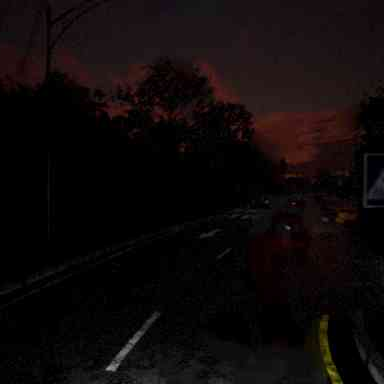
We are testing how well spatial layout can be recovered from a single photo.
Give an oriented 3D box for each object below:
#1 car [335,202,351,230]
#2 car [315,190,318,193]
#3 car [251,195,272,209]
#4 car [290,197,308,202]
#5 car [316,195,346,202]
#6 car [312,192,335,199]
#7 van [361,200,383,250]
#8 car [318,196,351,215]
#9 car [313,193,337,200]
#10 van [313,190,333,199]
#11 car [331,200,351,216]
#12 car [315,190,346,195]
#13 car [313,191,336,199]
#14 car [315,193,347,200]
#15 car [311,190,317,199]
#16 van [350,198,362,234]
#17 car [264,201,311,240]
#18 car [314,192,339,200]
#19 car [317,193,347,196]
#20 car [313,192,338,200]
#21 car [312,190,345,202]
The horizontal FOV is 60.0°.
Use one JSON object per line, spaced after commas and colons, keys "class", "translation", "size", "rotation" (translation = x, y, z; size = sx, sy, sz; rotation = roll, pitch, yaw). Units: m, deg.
{"class": "car", "translation": [10.852, 1.566, 18.040], "size": [5.008, 1.535, 2.097], "rotation": [1, 1, -2]}
{"class": "car", "translation": [22.354, 1.062, 52.184], "size": [4.553, 1.767, 2.185], "rotation": [1, 1, -1]}
{"class": "car", "translation": [8.375, 1.137, 39.833], "size": [2.097, 1.767, 4.553], "rotation": [1, 1, 19]}
{"class": "car", "translation": [11.558, 1.357, 36.627], "size": [1.837, 1.490, 4.892], "rotation": [1, 1, 19]}
{"class": "car", "translation": [15.403, 1.421, 32.287], "size": [5.366, 1.575, 1.946], "rotation": [1, 1, -1]}
{"class": "car", "translation": [32.964, 0.883, 83.460], "size": [5.008, 1.535, 2.097], "rotation": [1, 1, -1]}
{"class": "van", "translation": [9.103, 1.335, 12.353], "size": [4.442, 1.987, 1.878], "rotation": [1, 0, -2]}
{"class": "car", "translation": [14.449, 1.457, 29.441], "size": [5.366, 1.575, 1.946], "rotation": [1, 1, -1]}
{"class": "car", "translation": [31.039, 0.972, 77.766], "size": [4.674, 1.452, 2.002], "rotation": [1, 1, -1]}
{"class": "van", "translation": [34.055, 0.636, 86.304], "size": [4.442, 1.987, 1.878], "rotation": [1, 1, -1]}
{"class": "car", "translation": [11.967, 1.562, 20.902], "size": [5.366, 1.575, 1.946], "rotation": [1, 1, -2]}
{"class": "car", "translation": [21.387, 1.094, 49.343], "size": [4.553, 1.767, 2.185], "rotation": [1, 1, -1]}
{"class": "car", "translation": [32.039, 0.782, 80.602], "size": [4.553, 1.767, 2.185], "rotation": [1, 1, -1]}
{"class": "car", "translation": [20.358, 1.281, 46.505], "size": [4.792, 1.488, 2.163], "rotation": [1, 1, -1]}
{"class": "car", "translation": [24.241, 0.873, 57.852], "size": [5.566, 2.045, 2.435], "rotation": [1, 1, -1]}
{"class": "van", "translation": [10.036, 1.339, 15.205], "size": [4.442, 1.987, 1.878], "rotation": [1, 0, -2]}
{"class": "car", "translation": [5.173, 1.499, 17.548], "size": [1.882, 1.535, 5.008], "rotation": [1, 0, 18]}
{"class": "car", "translation": [29.072, 0.856, 72.085], "size": [4.553, 1.767, 2.185], "rotation": [1, 1, -1]}
{"class": "car", "translation": [19.426, 1.327, 43.663], "size": [4.674, 1.452, 2.002], "rotation": [1, 1, -1]}
{"class": "car", "translation": [30.040, 0.831, 74.926], "size": [4.553, 1.767, 2.185], "rotation": [1, 1, -1]}
{"class": "car", "translation": [27.141, 0.785, 66.389], "size": [5.566, 2.045, 2.435], "rotation": [1, 1, -1]}
